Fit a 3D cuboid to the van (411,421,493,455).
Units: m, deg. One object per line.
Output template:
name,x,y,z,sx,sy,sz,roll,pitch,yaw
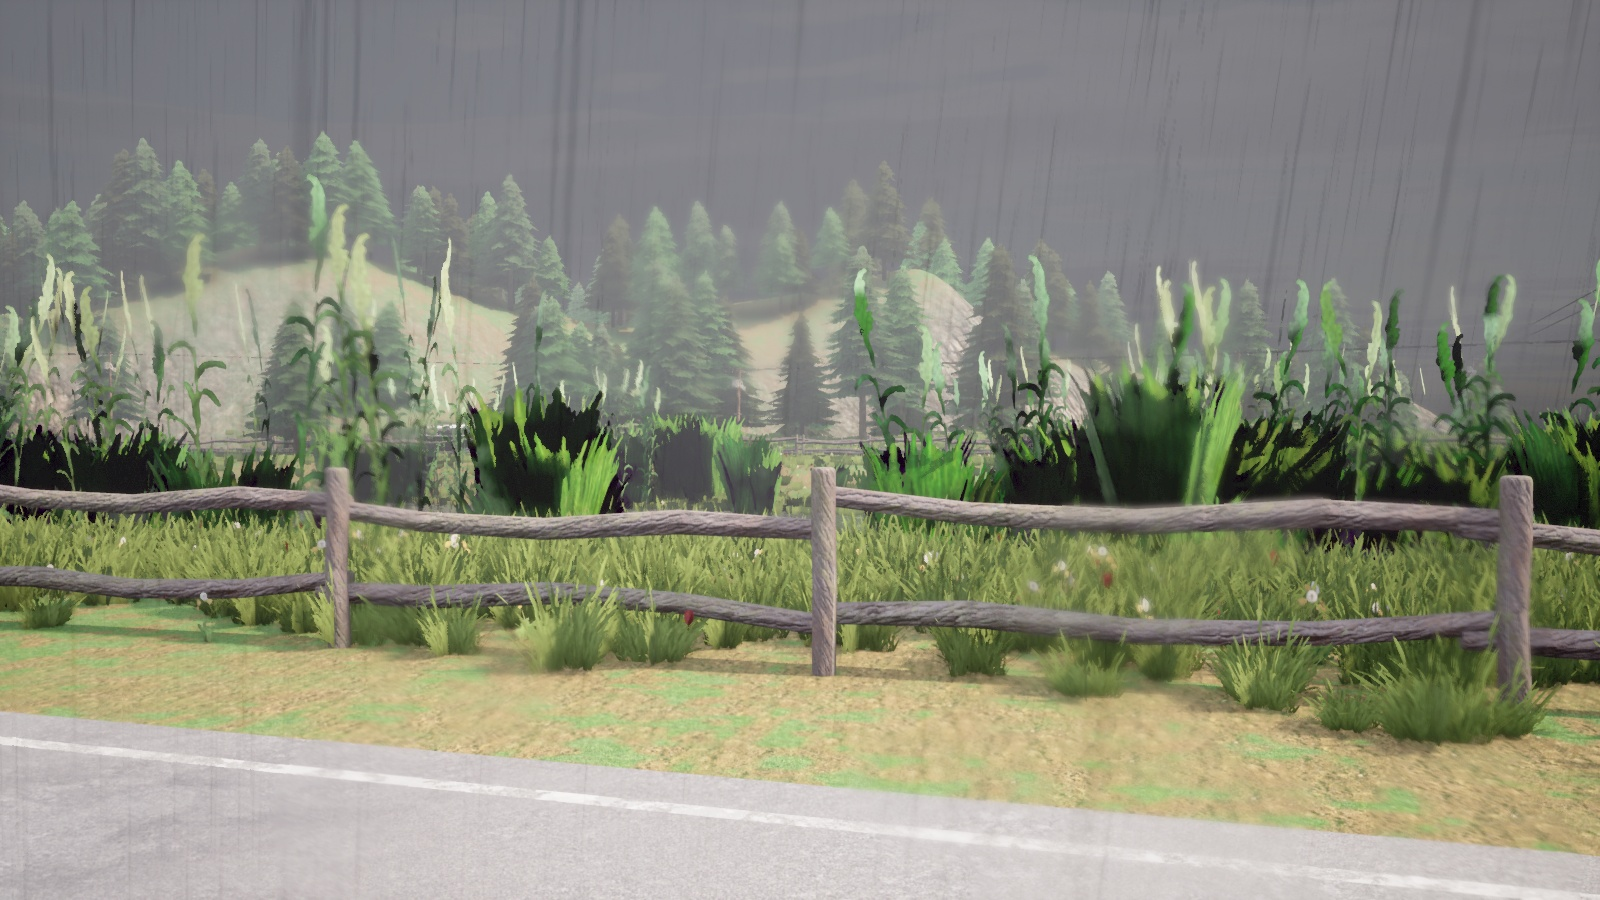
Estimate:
van,-21.655,-0.750,78.263,4.480,2.038,2.069,0,1,15
